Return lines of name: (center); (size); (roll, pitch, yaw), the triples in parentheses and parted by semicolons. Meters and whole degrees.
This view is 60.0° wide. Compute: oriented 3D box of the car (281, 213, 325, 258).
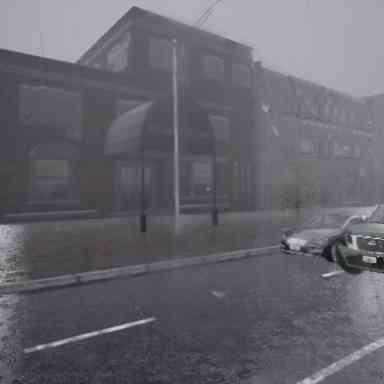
car: (5.277, 1.523, 12.139); (4.902, 1.511, 2.128); (0, 0, -36)

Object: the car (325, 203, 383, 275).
car: (6.418, 1.249, 9.496); (5.566, 2.045, 2.150); (0, 0, -36)
